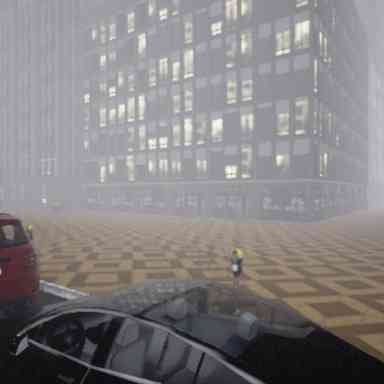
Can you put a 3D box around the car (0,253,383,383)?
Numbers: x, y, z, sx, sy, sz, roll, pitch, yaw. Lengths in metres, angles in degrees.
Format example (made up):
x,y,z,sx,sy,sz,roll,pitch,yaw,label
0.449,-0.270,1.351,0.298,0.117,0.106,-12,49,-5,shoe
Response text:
x,y,z,sx,sy,sz,roll,pitch,yaw,label
-0.459,1.556,3.207,4.313,1.339,1.947,0,0,35,car

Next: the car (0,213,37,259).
x,y,z,sx,sy,sz,roll,pitch,yaw,label
-4.968,1.280,6.424,5.009,1.841,2.192,0,0,35,car
